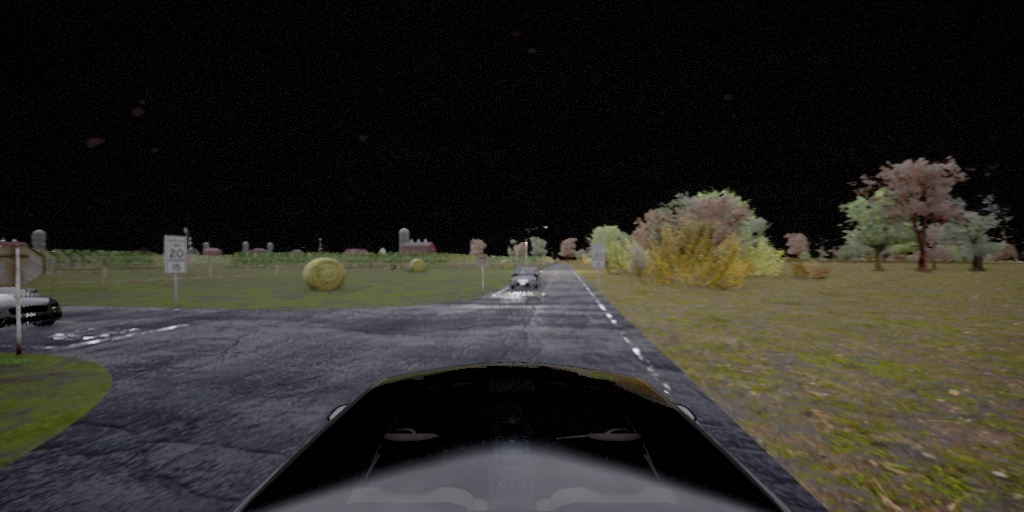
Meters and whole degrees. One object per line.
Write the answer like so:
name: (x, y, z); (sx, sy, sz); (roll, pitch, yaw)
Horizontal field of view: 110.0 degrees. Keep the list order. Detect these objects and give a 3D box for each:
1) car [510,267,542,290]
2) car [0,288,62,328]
car: (1.025, 1.498, 24.910); (2.128, 1.511, 4.902); (-1, -1, 8)
car: (-15.826, 1.401, 10.334); (4.892, 1.490, 1.837); (0, 0, 8)
